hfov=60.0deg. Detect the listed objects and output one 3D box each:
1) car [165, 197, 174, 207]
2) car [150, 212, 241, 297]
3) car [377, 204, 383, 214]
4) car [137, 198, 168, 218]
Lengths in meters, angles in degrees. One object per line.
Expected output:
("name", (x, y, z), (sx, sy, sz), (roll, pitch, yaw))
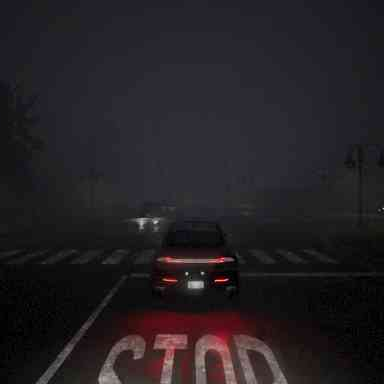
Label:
("car", (-3.717, 1.547, 51.836), (2.033, 1.411, 5.357), (0, 0, 0))
("car", (0.066, 1.492, 8.534), (2.128, 1.511, 4.902), (0, 0, 0))
("car", (19.216, 1.334, 29.788), (4.892, 1.490, 1.837), (-1, 0, 0))
("car", (-3.692, 1.531, 30.350), (2.033, 1.411, 5.357), (0, 0, 0))
